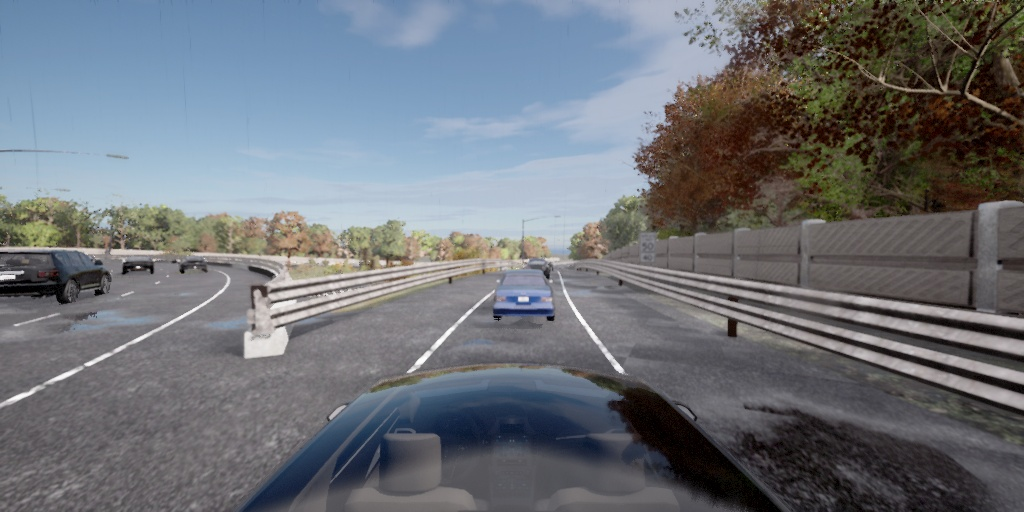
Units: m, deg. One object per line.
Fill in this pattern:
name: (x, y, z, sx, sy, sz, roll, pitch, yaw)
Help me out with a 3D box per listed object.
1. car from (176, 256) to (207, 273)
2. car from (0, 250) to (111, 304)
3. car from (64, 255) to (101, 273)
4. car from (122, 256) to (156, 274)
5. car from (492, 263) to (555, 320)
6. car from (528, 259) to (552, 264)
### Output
car: (-29.963, 0.745, 33.639, 4.892, 1.490, 1.837, 1, 1, 45)
car: (-18.326, 0.768, 14.216, 2.150, 2.045, 5.566, 0, 1, -34)
car: (-41.252, 0.712, 34.484, 4.902, 1.511, 2.128, 1, 1, 40)
car: (-32.919, 0.747, 31.646, 5.008, 1.535, 1.882, 1, 1, 45)
car: (0.405, 1.140, 11.890, 2.033, 1.411, 5.357, 0, 1, 3)
car: (1.922, 0.921, 27.069, 1.812, 1.442, 4.674, 0, 0, 6)
